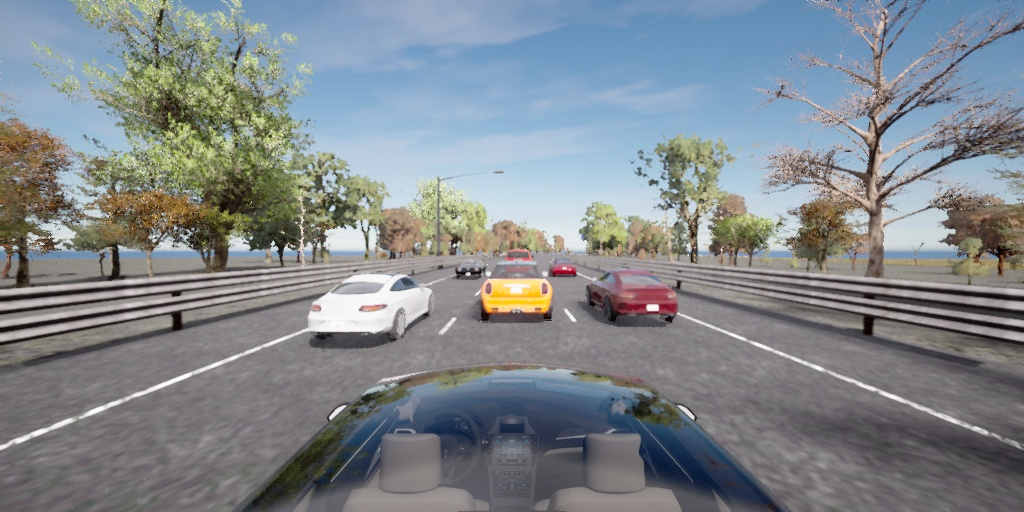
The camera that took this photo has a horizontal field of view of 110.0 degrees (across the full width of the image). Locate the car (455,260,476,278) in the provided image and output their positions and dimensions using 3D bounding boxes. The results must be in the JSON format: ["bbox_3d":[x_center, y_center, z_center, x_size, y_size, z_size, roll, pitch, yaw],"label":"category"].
[{"bbox_3d":[-2.998,0.949,27.371,1.895,1.301,4.718,0,1,2],"label":"car"}]

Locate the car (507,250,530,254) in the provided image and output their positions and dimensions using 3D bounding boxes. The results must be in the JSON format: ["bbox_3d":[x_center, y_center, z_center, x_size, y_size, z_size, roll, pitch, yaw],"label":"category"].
[{"bbox_3d":[0.527,0.559,27.942,2.150,2.045,5.566,0,1,2],"label":"car"}]

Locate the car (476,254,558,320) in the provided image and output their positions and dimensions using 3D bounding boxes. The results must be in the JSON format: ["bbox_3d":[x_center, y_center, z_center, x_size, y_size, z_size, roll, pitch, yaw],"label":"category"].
[{"bbox_3d":[0.160,0.936,12.059,2.097,1.767,4.553,0,1,1],"label":"car"}]

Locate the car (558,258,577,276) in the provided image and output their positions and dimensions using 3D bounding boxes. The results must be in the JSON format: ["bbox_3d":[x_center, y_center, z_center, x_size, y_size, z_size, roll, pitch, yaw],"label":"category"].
[{"bbox_3d":[4.081,0.882,29.313,1.994,1.385,4.181,0,1,2],"label":"car"}]

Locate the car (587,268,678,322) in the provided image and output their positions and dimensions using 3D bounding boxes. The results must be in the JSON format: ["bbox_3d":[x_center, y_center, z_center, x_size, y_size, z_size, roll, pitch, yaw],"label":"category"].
[{"bbox_3d":[3.652,1.119,11.490,1.812,1.442,4.674,0,1,1],"label":"car"}]

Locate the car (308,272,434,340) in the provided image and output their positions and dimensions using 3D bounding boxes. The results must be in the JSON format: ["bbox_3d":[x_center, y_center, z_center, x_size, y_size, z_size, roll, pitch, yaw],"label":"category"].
[{"bbox_3d":[-3.384,1.153,9.387,1.812,1.442,4.674,0,1,1],"label":"car"}]
